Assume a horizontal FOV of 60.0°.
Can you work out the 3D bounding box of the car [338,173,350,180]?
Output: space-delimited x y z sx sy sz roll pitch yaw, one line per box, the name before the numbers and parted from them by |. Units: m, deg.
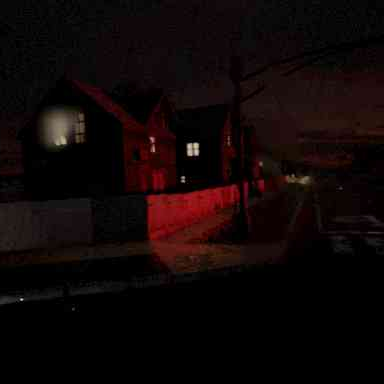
car | 25.500 -2.475 55.847 1.812 1.442 4.674 -2 3 20
